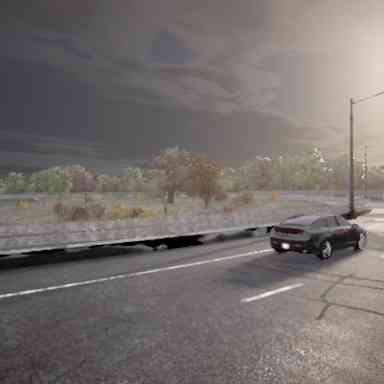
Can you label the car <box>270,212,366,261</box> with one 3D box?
[{"bbox_3d":[4.907,1.539,12.639,4.892,1.490,1.837,0,0,-42],"label":"car"}]
